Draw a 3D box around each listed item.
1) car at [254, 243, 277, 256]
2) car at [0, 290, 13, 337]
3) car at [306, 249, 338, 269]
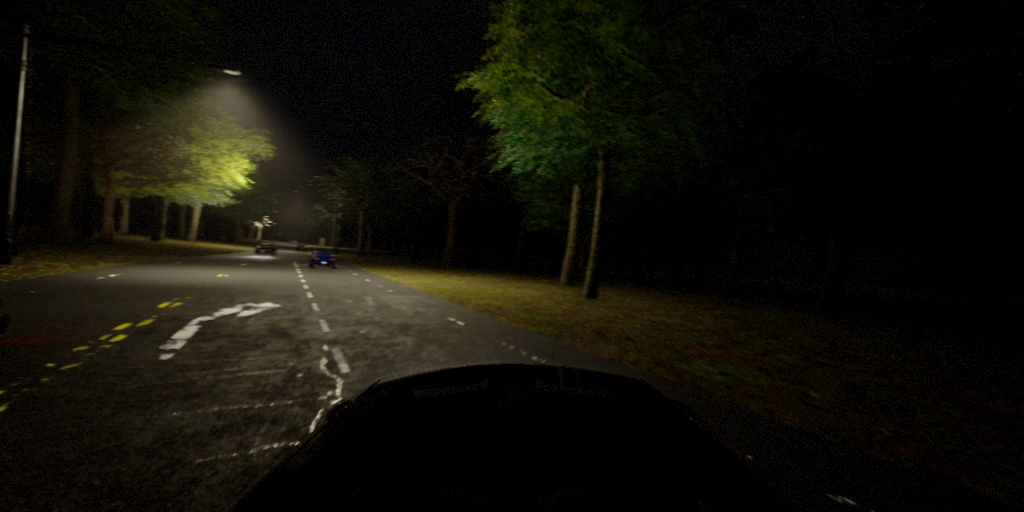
[{"bbox_3d":[-30.266,-0.803,44.216,2.128,1.511,4.902,5,0,-26],"label":"car"},{"bbox_3d":[-6.892,0.786,2.849,2.033,1.411,5.357,5,-1,-32],"label":"car"},{"bbox_3d":[-15.901,0.276,29.998,1.812,1.442,4.674,5,0,-32],"label":"car"}]
